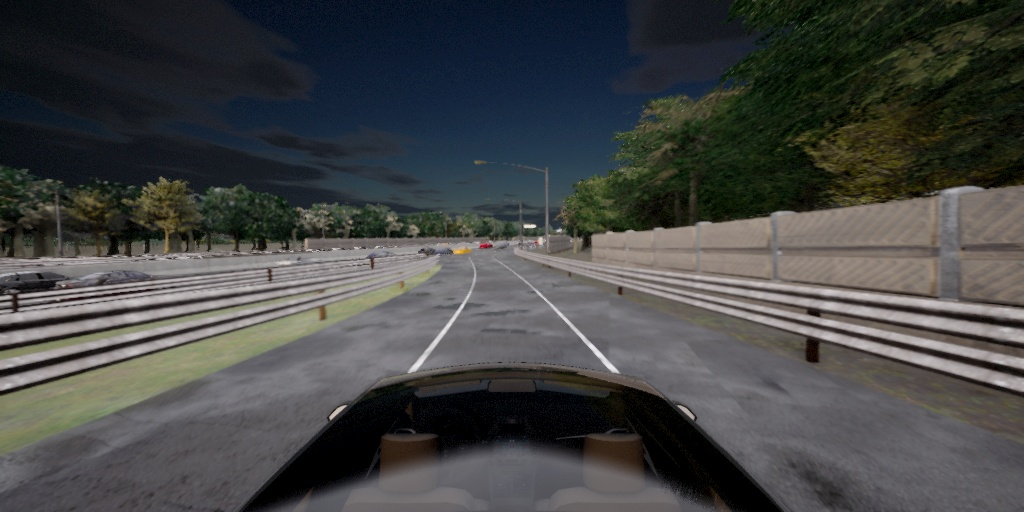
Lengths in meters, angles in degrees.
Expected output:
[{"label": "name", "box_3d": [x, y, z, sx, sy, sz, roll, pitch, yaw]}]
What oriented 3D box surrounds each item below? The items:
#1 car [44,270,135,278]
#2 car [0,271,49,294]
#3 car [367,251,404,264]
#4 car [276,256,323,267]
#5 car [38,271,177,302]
[{"label": "car", "box_3d": [-24.599, 1.604, 22.598, 2.033, 1.411, 5.357, 0, 3, 15]}, {"label": "car", "box_3d": [-28.502, 1.669, 21.616, 1.837, 1.490, 4.892, 0, 3, 15]}, {"label": "car", "box_3d": [-15.106, 0.258, 43.790, 1.882, 1.535, 5.008, 0, 3, 15]}, {"label": "car", "box_3d": [-23.444, 0.705, 39.906, 1.895, 1.301, 4.718, 0, 3, 15]}, {"label": "car", "box_3d": [-21.750, 1.771, 19.768, 1.895, 1.301, 4.718, 0, 3, 15]}]
